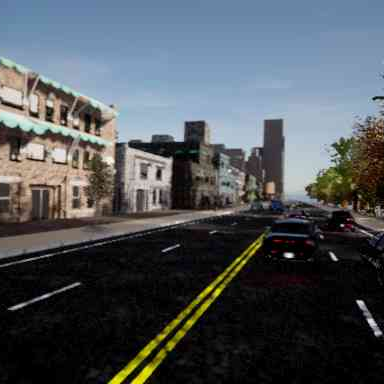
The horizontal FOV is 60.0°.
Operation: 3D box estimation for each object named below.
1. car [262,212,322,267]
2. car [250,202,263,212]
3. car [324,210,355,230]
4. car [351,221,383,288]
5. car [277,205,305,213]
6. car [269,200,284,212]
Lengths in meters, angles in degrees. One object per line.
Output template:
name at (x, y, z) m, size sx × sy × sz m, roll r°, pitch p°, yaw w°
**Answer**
car at (3.818, 1.777, 12.761) m, size 1.837 × 1.490 × 4.892 m, roll 1°, pitch 0°, yaw 18°
car at (11.125, 2.526, 56.990) m, size 2.128 × 1.511 × 4.902 m, roll 1°, pitch -1°, yaw 18°
car at (11.512, 2.166, 26.055) m, size 1.837 × 1.490 × 4.892 m, roll 1°, pitch 0°, yaw 18°
car at (6.218, 1.850, 9.695) m, size 2.033 × 1.411 × 5.357 m, roll 1°, pitch -1°, yaw 18°
car at (8.409, 2.074, 27.018) m, size 2.128 × 1.511 × 4.902 m, roll 1°, pitch -1°, yaw 18°
car at (14.207, 2.332, 55.930) m, size 2.150 × 2.045 × 5.566 m, roll 1°, pitch -1°, yaw 18°
